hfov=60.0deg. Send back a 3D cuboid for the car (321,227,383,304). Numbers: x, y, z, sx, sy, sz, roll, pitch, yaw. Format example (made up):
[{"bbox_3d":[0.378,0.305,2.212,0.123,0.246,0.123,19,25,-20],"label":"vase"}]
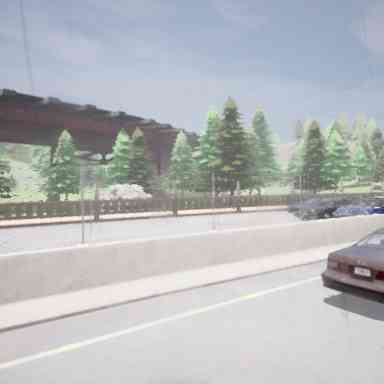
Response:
[{"bbox_3d":[5.107,1.404,7.216,5.357,1.411,2.033,-1,1,-33],"label":"car"}]

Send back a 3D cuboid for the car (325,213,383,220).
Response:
[{"bbox_3d":[9.908,1.029,18.302,4.553,1.767,2.097,-1,1,-27],"label":"car"}]
